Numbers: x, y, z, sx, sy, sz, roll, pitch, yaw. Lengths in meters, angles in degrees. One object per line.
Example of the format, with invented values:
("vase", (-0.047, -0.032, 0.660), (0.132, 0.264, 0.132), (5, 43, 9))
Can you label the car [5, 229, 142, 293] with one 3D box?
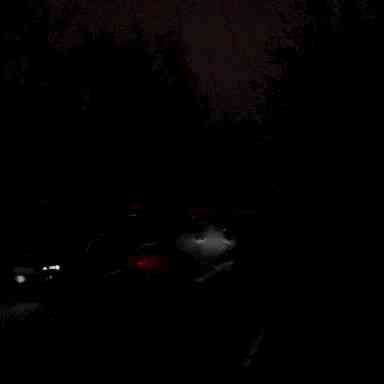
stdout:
("car", (-3.337, 1.954, 10.396), (2.128, 1.511, 4.902), (-1, -3, 20))

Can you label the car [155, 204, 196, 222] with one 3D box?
("car", (-2.197, 2.558, 40.685), (5.566, 2.045, 2.150), (2, -2, 28))

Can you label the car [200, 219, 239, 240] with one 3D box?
("car", (2.076, 2.630, 24.146), (1.994, 1.385, 4.181), (-1, -2, 20))

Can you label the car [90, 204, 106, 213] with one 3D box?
("car", (-15.295, 2.346, 49.994), (5.008, 1.535, 1.882), (2, -3, 24))

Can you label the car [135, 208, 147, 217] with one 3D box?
("car", (-5.663, 2.782, 45.864), (4.674, 1.442, 1.812), (2, -3, 24))
